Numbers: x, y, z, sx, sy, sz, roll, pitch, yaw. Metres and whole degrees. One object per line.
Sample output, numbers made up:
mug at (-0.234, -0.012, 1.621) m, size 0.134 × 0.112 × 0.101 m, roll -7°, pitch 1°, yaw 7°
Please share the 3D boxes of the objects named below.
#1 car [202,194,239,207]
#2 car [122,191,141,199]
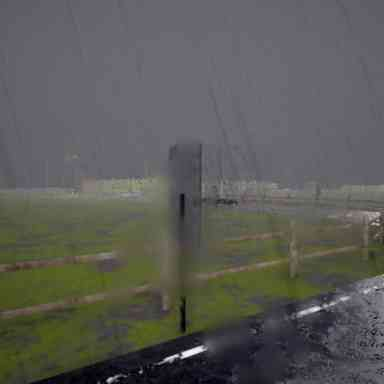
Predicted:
car at (3.218, 0.944, 37.987) m, size 1.895 × 1.301 × 4.718 m, roll 0°, pitch 1°, yaw -35°
car at (-10.559, 0.518, 57.458) m, size 1.895 × 1.301 × 4.718 m, roll 0°, pitch 1°, yaw -35°
